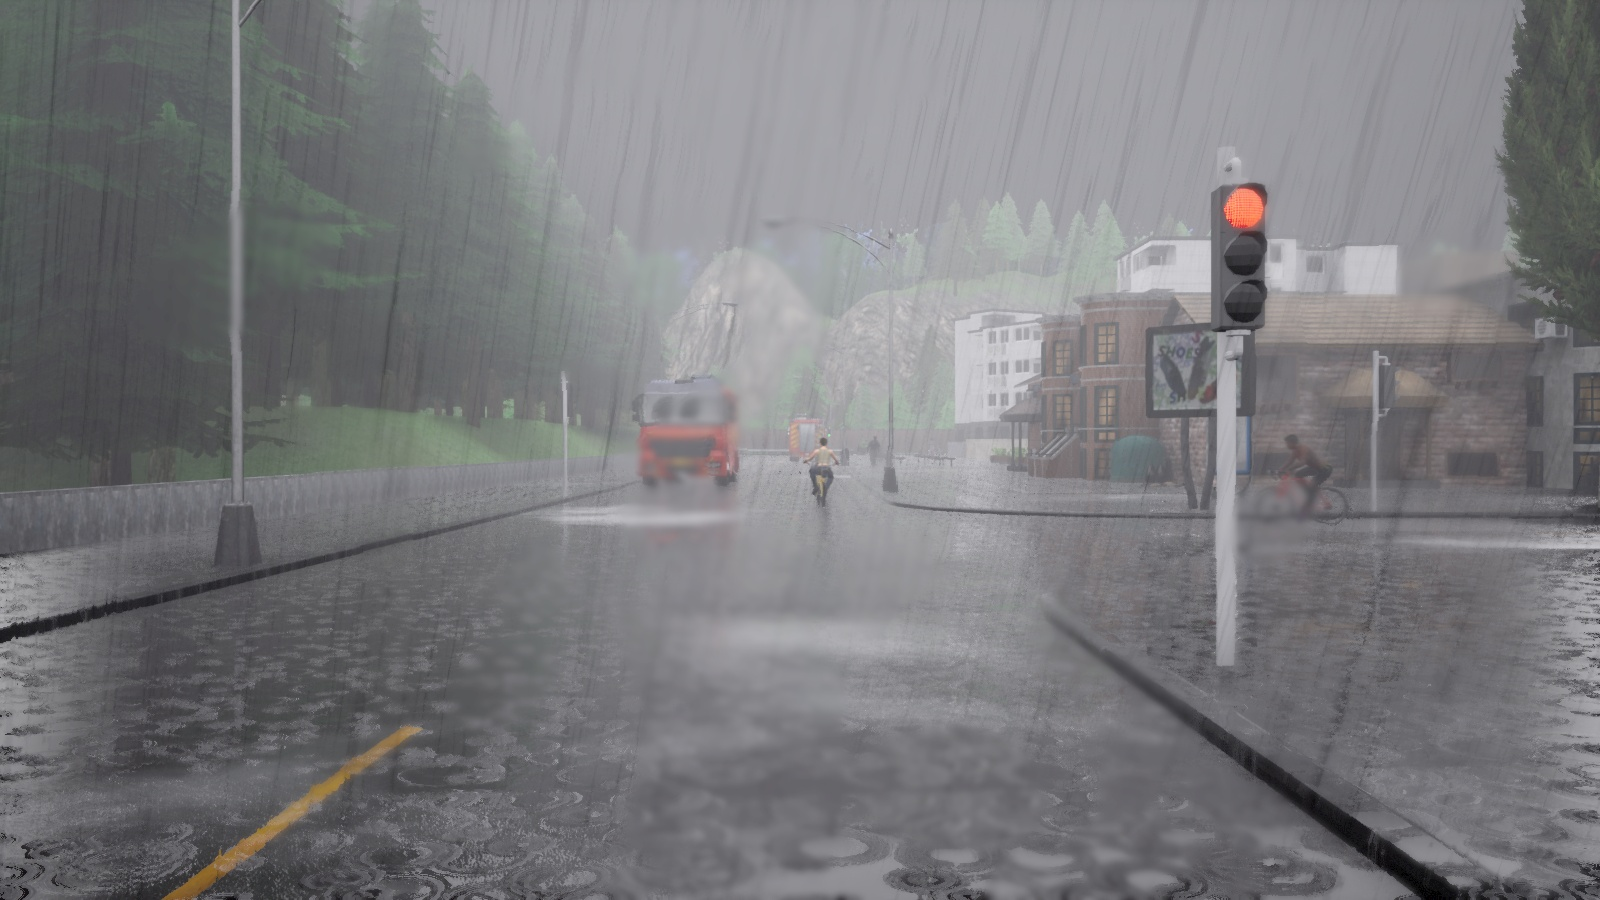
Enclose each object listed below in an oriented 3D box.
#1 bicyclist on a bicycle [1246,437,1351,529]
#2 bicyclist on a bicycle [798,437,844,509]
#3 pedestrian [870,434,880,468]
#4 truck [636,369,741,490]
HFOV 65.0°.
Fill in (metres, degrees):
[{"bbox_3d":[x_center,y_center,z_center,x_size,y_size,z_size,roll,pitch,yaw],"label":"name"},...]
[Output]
[{"bbox_3d":[8.915,0.580,22.484,1.656,1.620,0.582,0,1,0],"label":"bicyclist on a bicycle"},{"bbox_3d":[0.478,0.517,29.317,0.866,1.612,1.509,2,0,-6],"label":"bicyclist on a bicycle"},{"bbox_3d":[4.145,0.067,69.497,0.563,1.883,0.849,0,0,1],"label":"pedestrian"},{"bbox_3d":[-3.739,-0.670,44.121,2.891,3.827,8.468,0,0,0],"label":"truck"}]
